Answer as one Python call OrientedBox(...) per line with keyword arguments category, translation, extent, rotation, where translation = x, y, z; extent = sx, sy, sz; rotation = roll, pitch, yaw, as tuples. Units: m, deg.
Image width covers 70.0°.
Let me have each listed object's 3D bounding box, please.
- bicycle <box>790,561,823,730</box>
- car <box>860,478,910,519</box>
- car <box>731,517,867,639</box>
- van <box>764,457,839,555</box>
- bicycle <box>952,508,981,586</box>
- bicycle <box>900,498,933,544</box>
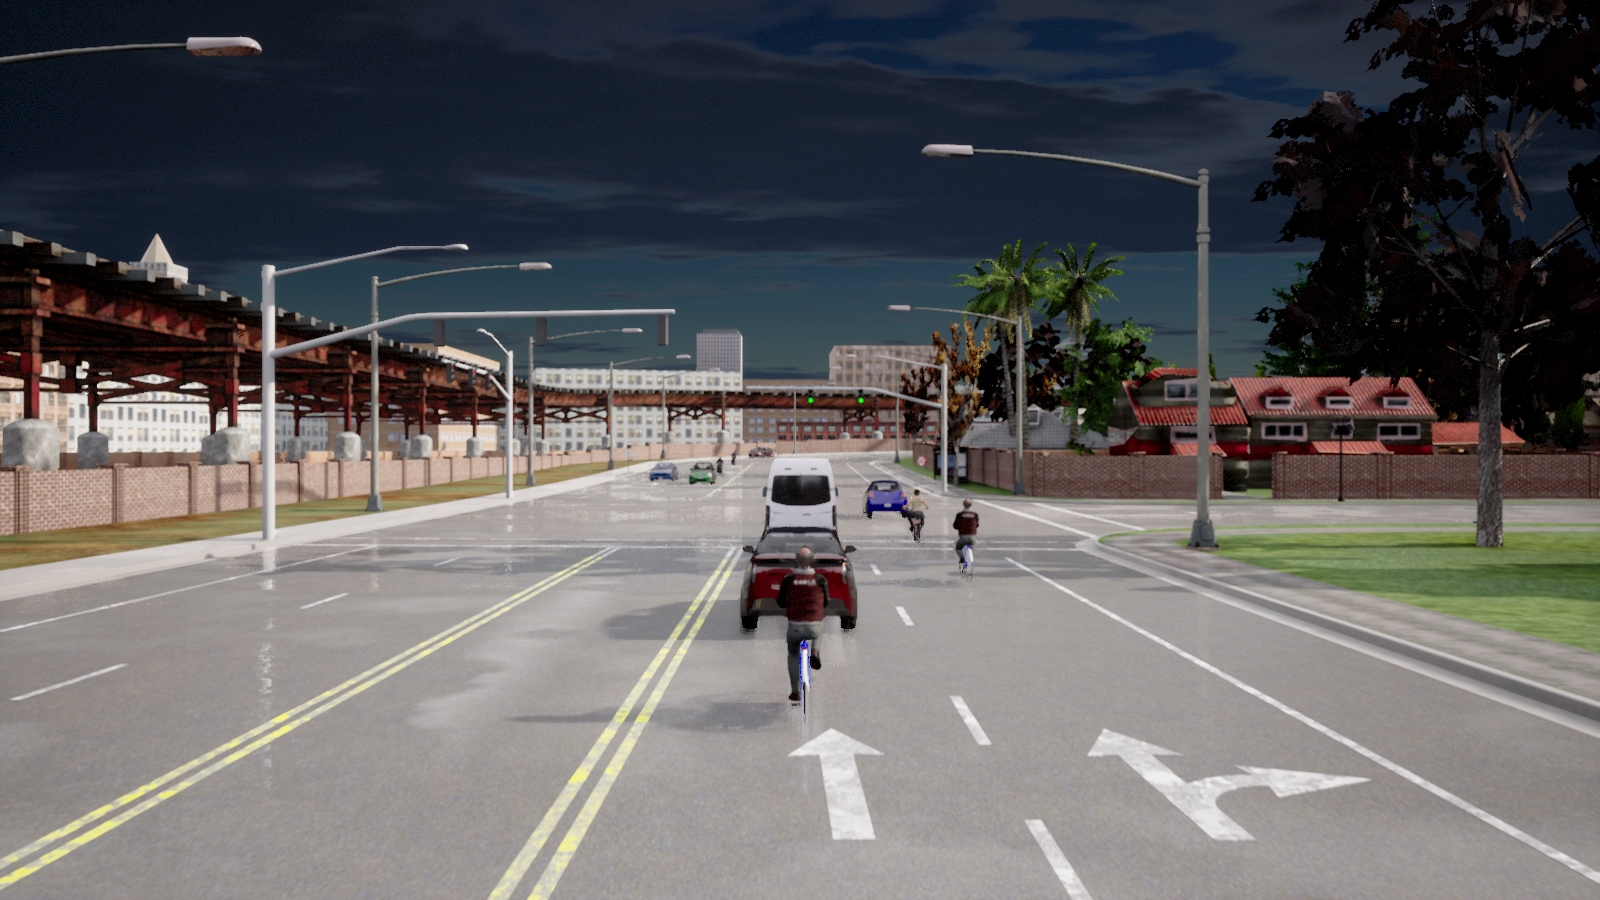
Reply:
OrientedBox(category="bicycle", translation=(0.058, 2.037, 12.301), extent=(0.329, 1.496, 1.835), rotation=(0, 0, 0))
OrientedBox(category="car", translation=(3.498, 1.985, 47.544), extent=(1.845, 1.501, 3.633), rotation=(0, 0, 0))
OrientedBox(category="car", translation=(-0.014, 2.023, 19.124), extent=(2.007, 1.525, 4.514), rotation=(0, 0, 0))
OrientedBox(category="van", translation=(0.026, 1.506, 33.339), extent=(1.988, 2.561, 5.915), rotation=(0, 0, 0))
OrientedBox(category="bicycle", translation=(3.519, 2.027, 24.224), extent=(0.329, 1.496, 1.835), rotation=(0, 0, 0))
OrientedBox(category="bicycle", translation=(3.490, 2.116, 34.315), extent=(0.859, 1.301, 1.487), rotation=(0, 0, 0))
